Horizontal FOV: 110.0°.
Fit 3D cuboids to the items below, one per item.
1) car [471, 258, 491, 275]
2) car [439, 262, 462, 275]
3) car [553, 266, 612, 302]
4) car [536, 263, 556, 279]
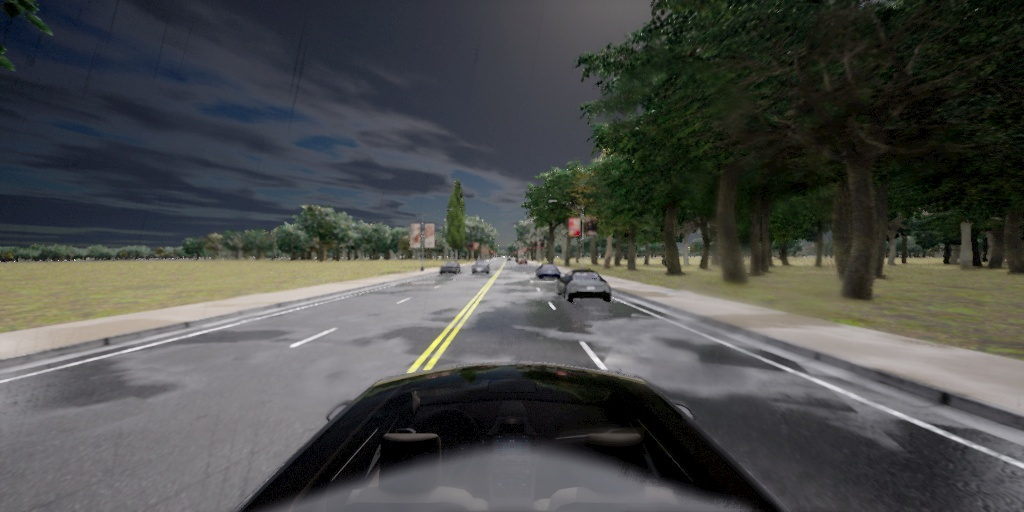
[{"bbox_3d":[-3.421,1.296,40.195,2.128,1.511,4.902,0,0,0],"label":"car"},{"bbox_3d":[-6.672,1.350,39.402,2.033,1.411,5.357,0,0,0],"label":"car"},{"bbox_3d":[3.335,1.336,17.208,1.994,1.385,4.181,0,0,0],"label":"car"},{"bbox_3d":[3.295,1.358,33.344,1.994,1.385,4.181,0,0,0],"label":"car"}]
